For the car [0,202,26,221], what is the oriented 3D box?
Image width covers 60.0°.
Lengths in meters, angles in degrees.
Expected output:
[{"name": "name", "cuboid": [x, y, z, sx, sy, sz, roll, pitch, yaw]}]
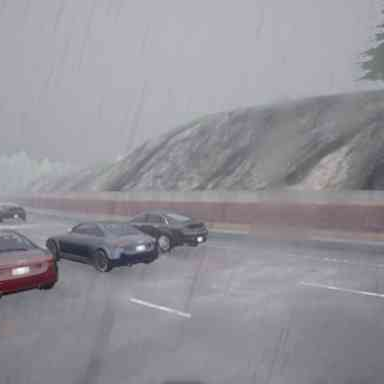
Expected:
[{"name": "car", "cuboid": [-15.275, 1.632, 27.589, 1.837, 1.490, 4.892, 0, 0, -42]}]

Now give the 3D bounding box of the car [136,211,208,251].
[{"name": "car", "cuboid": [-1.573, 1.569, 14.286, 4.892, 1.490, 1.837, 0, 0, 39]}]

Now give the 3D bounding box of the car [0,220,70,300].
[{"name": "car", "cuboid": [-5.081, 1.602, 8.126, 4.181, 1.385, 1.994, 0, 0, 39]}]

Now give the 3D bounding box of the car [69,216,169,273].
[{"name": "car", "cuboid": [-3.057, 1.614, 10.982, 4.181, 1.385, 1.994, 0, 0, 39]}]
